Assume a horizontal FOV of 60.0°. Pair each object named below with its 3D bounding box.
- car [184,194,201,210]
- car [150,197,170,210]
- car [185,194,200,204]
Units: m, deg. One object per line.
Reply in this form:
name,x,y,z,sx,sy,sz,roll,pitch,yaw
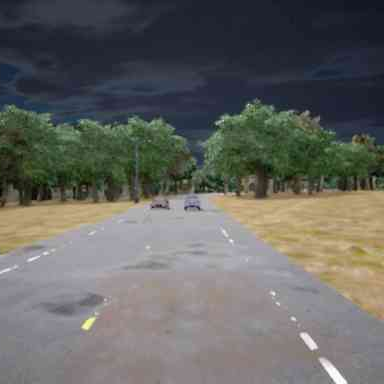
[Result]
car,0.074,1.291,38.058,2.033,1.411,5.357,0,0,1
car,-3.604,1.309,38.081,1.994,1.385,4.181,0,1,0
car,0.078,1.083,52.601,2.128,1.511,4.902,0,1,0
